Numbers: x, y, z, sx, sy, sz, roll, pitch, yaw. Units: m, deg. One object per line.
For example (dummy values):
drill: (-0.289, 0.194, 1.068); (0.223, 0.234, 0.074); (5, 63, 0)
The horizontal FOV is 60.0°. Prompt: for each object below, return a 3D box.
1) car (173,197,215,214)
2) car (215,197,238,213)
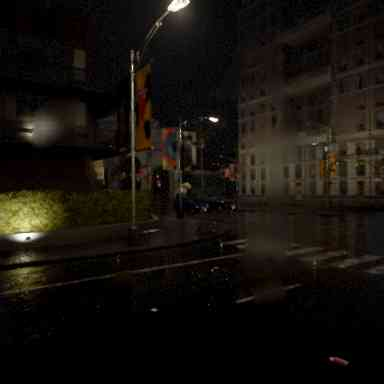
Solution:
car: (-0.131, 1.346, 32.467); (1.812, 1.442, 4.674); (-1, 0, -35)
car: (2.658, 1.278, 34.584); (2.128, 1.511, 4.902); (-1, 0, -35)
